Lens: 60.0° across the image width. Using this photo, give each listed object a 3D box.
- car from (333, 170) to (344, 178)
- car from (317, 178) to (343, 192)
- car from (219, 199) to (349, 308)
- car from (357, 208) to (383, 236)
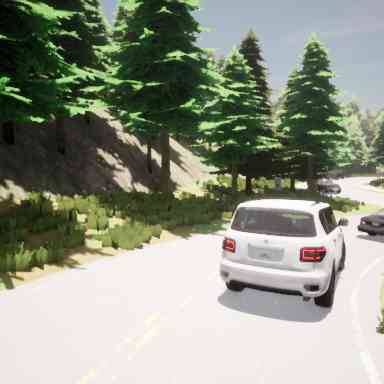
[{"bbox_3d":[29.187,-3.521,67.982,2.150,2.045,5.566,4,7,43],"label":"car"},{"bbox_3d":[16.030,-0.598,39.566,2.128,1.511,4.902,0,5,0],"label":"car"},{"bbox_3d":[2.552,1.199,8.380,2.150,2.045,5.566,3,2,27],"label":"car"},{"bbox_3d":[10.135,1.413,15.831,5.357,1.411,2.033,-1,5,-32],"label":"car"}]
